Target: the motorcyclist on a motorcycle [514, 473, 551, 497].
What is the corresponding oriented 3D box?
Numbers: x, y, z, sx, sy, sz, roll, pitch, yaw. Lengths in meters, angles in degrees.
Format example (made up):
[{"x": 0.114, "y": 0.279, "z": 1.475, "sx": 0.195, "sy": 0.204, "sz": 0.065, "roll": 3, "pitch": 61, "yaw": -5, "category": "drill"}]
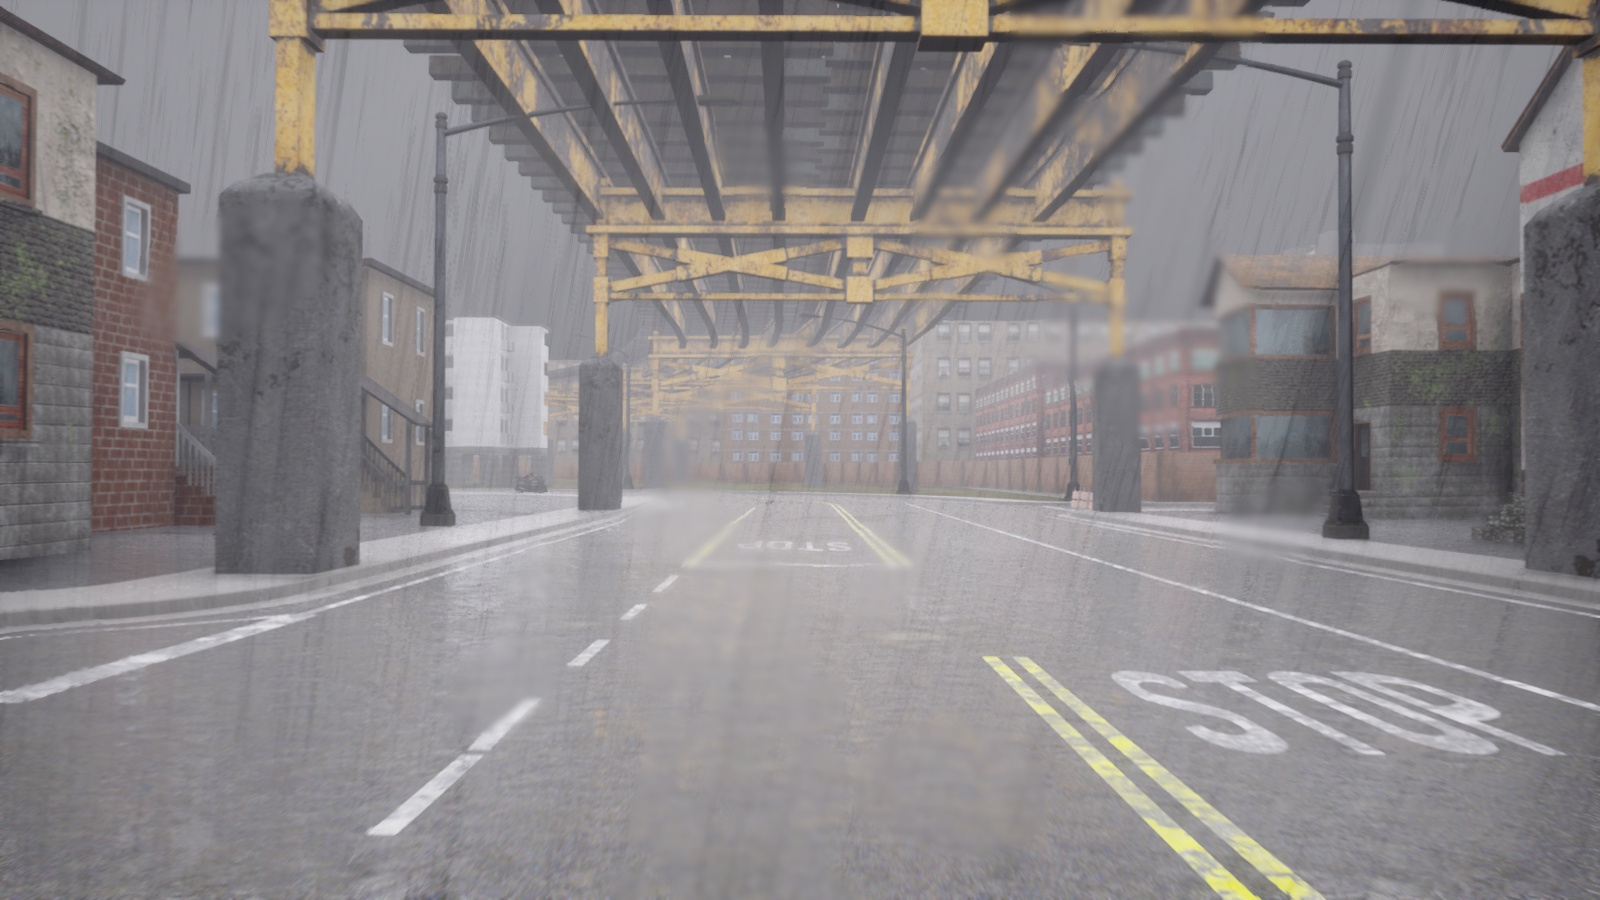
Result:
[{"x": -17.419, "y": 2.287, "z": 81.715, "sx": 2.191, "sy": 1.530, "sz": 0.866, "roll": 0, "pitch": 0, "yaw": 14, "category": "motorcyclist on a motorcycle"}]
